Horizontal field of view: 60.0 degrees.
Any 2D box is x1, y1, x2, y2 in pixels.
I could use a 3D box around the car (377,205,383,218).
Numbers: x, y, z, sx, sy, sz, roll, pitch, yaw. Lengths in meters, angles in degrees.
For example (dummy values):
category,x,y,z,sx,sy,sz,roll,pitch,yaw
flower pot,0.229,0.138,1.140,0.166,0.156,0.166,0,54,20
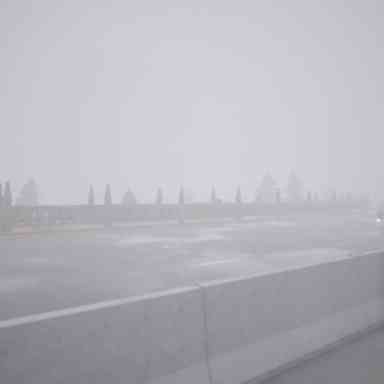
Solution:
category,x,y,z,sx,sy,sz,roll,pitch,yaw
car,19.604,1.809,32.456,1.837,1.490,4.892,1,0,45
